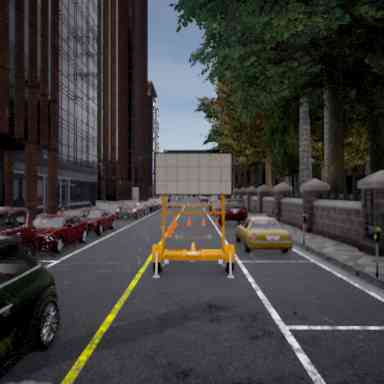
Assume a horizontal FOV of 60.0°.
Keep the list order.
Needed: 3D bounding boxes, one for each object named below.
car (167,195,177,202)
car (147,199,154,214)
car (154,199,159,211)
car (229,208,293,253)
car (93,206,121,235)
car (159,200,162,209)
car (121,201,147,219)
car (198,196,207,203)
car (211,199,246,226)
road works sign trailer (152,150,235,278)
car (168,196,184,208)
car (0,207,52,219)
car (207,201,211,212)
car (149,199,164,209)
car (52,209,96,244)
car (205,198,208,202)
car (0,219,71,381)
[{"bbox_3d":[-5.359,1.765,89.373,2.192,1.841,5.009,0,0,0],"label":"car"},{"bbox_3d":[-5.602,1.720,35.594,2.008,1.369,4.403,0,0,0],"label":"car"},{"bbox_3d":[-5.577,1.742,41.051,1.887,1.381,4.507,0,0,0],"label":"car"},{"bbox_3d":[2.825,1.589,13.902,1.752,1.417,4.829,0,0,0],"label":"car"},{"bbox_3d":[-5.676,1.634,19.224,1.887,1.381,4.507,0,0,0],"label":"car"},{"bbox_3d":[-5.553,1.664,46.509,1.967,1.590,4.097,0,0,0],"label":"car"},{"bbox_3d":[-5.627,1.583,30.138,1.967,1.590,4.097,0,0,0],"label":"car"},{"bbox_3d":[3.141,1.861,83.897,1.967,1.590,4.097,0,0,0],"label":"car"},{"bbox_3d":[2.874,1.431,24.646,2.192,1.841,5.009,0,0,0],"label":"car"},{"bbox_3d":[0.047,0.511,10.297,2.380,3.560,2.880,0,0,0],"label":"road works sign trailer"},{"bbox_3d":[-2.756,1.803,52.554,2.033,1.411,5.357,0,0,1],"label":"car"},{"bbox_3d":[-5.725,1.352,8.311,2.192,1.841,5.009,0,0,0],"label":"car"},{"bbox_3d":[2.924,1.696,35.728,1.752,1.417,4.829,0,0,0],"label":"car"},{"bbox_3d":[-5.529,1.777,51.795,1.752,1.417,4.829,0,0,0],"label":"car"},{"bbox_3d":[-5.700,1.607,13.767,1.887,1.381,4.507,0,0,0],"label":"car"},{"bbox_3d":[2.948,1.763,41.015,1.947,1.339,4.313,0,0,0],"label":"car"},{"bbox_3d":[-3.085,1.366,3.192,2.097,1.767,4.553,0,0,0],"label":"car"}]
